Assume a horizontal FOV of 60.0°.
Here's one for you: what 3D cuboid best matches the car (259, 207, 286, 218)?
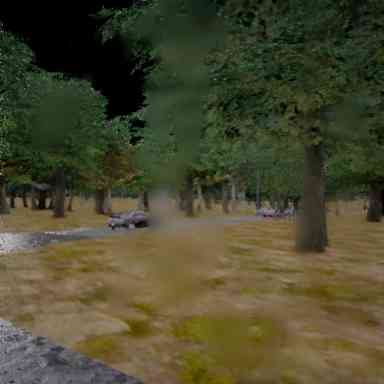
[{"bbox_3d":[12.609,3.296,51.882,1.994,1.385,4.181,-1,-3,34],"label":"car"}]

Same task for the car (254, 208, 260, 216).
[{"bbox_3d":[12.329,3.284,57.023,2.097,1.767,4.553,-1,-3,33],"label":"car"}]

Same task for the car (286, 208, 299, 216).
[{"bbox_3d":[18.005,3.662,60.250,2.033,1.411,5.357,-1,-3,33],"label":"car"}]

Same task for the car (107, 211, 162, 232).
[{"bbox_3d":[-4.341,2.214,25.834,2.128,1.511,4.902,-1,-2,33],"label":"car"}]
